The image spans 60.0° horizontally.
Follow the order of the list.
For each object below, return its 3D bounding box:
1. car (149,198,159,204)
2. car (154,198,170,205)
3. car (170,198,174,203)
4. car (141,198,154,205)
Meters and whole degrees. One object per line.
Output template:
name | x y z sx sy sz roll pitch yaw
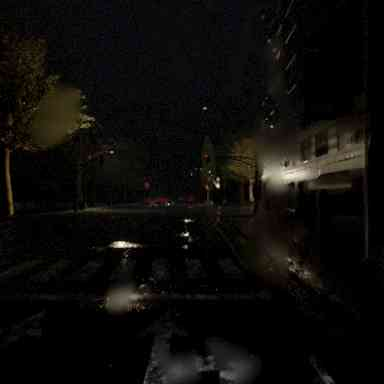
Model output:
car | -9.679 2.226 84.669 2.128 1.511 4.902 0 -1 0
car | -6.440 1.966 70.769 1.882 1.535 5.008 0 -1 0
car | -6.429 2.244 84.882 2.033 1.411 5.357 0 -1 0
car | -9.690 1.966 70.772 1.882 1.535 5.008 0 -1 0
